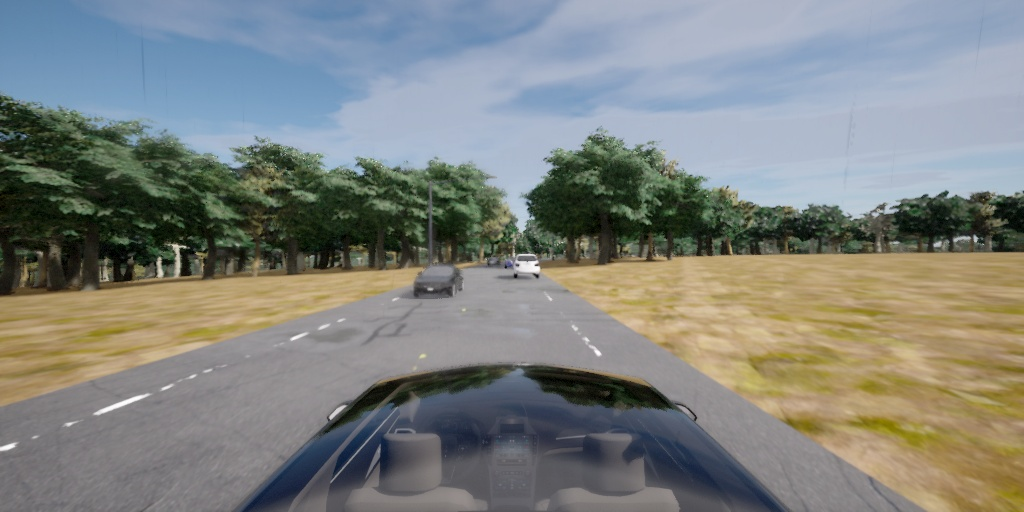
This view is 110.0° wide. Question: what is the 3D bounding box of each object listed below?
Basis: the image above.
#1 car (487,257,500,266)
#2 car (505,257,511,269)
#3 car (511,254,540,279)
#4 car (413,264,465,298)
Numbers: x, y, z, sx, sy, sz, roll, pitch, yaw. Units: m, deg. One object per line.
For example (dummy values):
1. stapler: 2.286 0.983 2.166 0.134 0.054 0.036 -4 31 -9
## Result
1. car: -3.057 0.937 60.337 2.128 1.511 4.902 0 1 4
2. car: 0.089 0.872 51.106 2.097 1.767 4.553 0 0 2
3. car: 1.208 0.867 31.540 2.150 2.045 5.566 0 0 0
4. car: -3.608 1.180 18.348 1.882 1.535 5.008 0 0 0
